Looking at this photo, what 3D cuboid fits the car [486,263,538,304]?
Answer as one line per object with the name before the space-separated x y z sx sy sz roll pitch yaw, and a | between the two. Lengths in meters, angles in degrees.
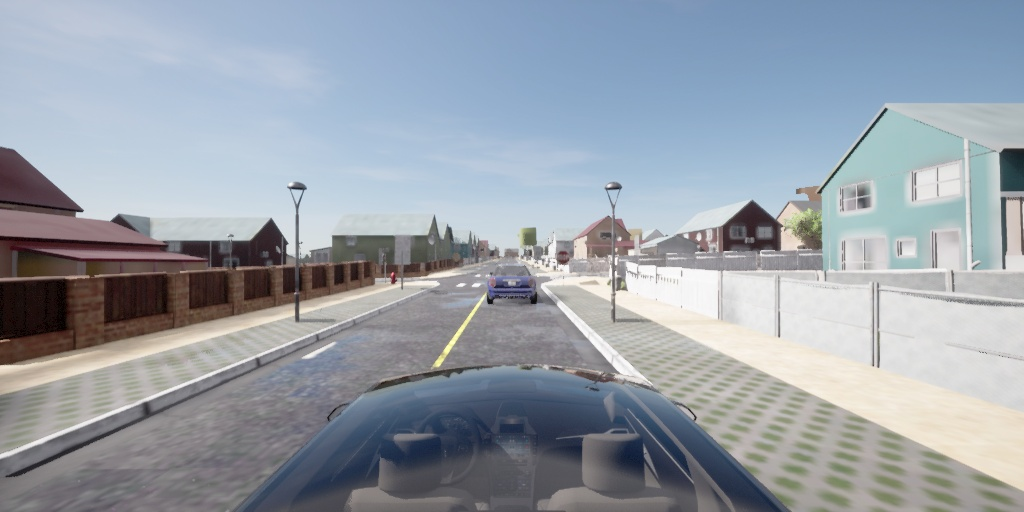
car | 0.000 1.119 16.473 2.097 1.767 4.553 0 0 0
